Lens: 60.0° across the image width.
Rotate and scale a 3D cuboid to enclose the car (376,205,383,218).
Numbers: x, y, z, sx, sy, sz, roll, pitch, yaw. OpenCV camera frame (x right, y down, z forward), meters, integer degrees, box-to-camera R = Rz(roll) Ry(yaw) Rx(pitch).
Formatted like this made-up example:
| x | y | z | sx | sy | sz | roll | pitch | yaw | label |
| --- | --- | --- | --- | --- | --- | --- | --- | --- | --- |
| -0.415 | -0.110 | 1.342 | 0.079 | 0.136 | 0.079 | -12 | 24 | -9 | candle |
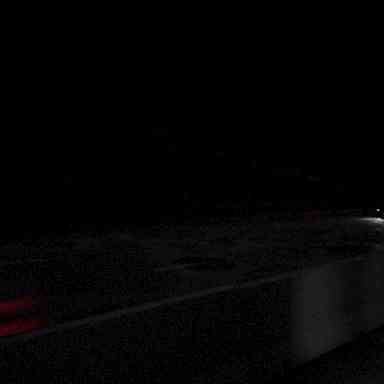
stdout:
| x | y | z | sx | sy | sz | roll | pitch | yaw | label |
| --- | --- | --- | --- | --- | --- | --- | --- | --- | --- |
| 18.534 | 1.590 | 30.111 | 4.674 | 1.442 | 1.812 | 0 | 0 | -35 | car |
